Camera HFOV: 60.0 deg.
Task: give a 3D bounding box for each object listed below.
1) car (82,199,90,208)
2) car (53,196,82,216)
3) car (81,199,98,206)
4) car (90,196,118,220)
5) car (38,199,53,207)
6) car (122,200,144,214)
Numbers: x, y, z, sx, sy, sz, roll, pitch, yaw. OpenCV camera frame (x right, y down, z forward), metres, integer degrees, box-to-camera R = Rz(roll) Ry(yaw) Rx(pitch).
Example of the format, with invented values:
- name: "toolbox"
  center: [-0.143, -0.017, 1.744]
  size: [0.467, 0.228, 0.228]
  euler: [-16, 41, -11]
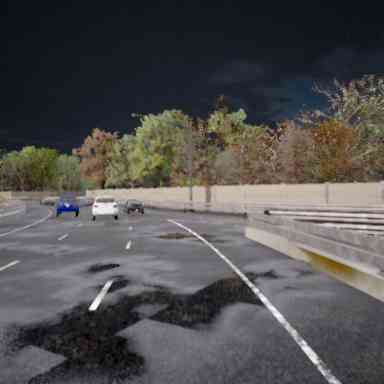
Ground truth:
- name: "car"
  center: [-19.331, 1.913, 56.524]
  size: [2.033, 1.411, 5.357]
  euler: [0, 0, -32]
- name: "car"
  center: [-13.238, 1.458, 35.481]
  size: [2.150, 2.045, 5.566]
  euler: [0, 0, -20]
- name: "car"
  center: [-19.530, 1.962, 63.075]
  size: [1.994, 1.385, 4.181]
  euler: [0, 0, -34]
- name: "car"
  center: [-8.125, 1.411, 30.992]
  size: [2.150, 2.045, 5.566]
  euler: [0, 0, -16]
- name: "car"
  center: [-27.109, 2.032, 61.825]
  size: [1.895, 1.301, 4.718]
  euler: [0, 0, -37]
- name: "car"
  center: [-6.712, 1.718, 37.799]
  size: [1.837, 1.490, 4.892]
  euler: [0, 0, -20]
